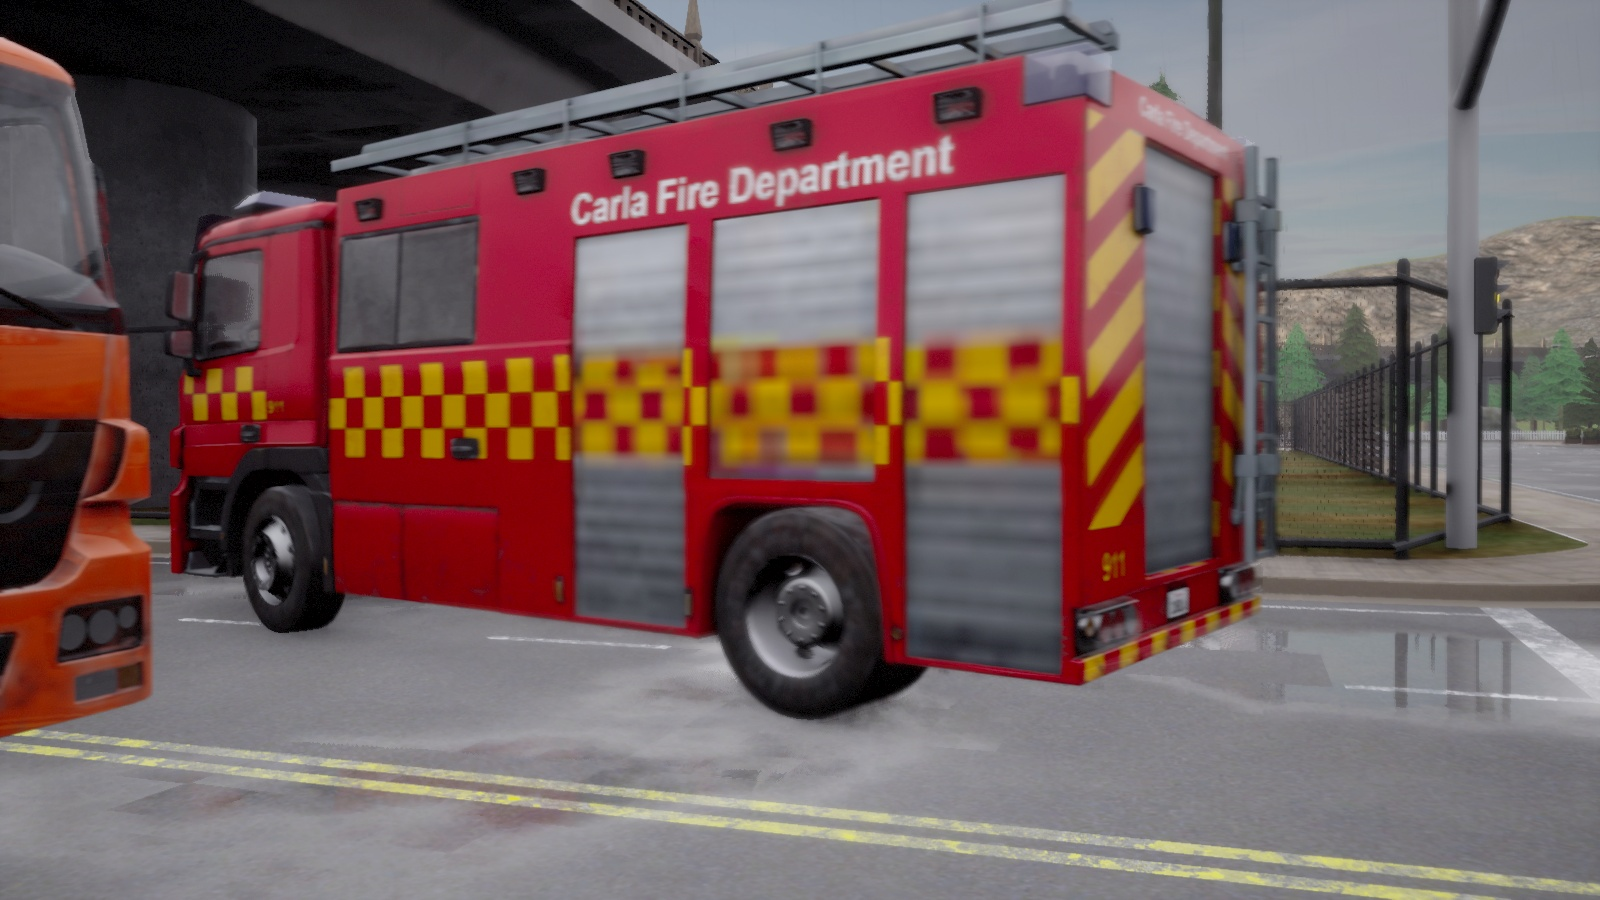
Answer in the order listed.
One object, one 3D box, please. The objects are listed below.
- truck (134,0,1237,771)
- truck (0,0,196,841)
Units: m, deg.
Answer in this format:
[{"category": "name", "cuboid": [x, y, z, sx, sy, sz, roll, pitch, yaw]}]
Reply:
[{"category": "truck", "cuboid": [-1.458, -0.495, 9.466, 8.468, 3.827, 2.891, 1, 1, 36]}, {"category": "truck", "cuboid": [-6.956, -0.271, 5.566, 7.936, 3.462, 2.891, 1, 1, 19]}]
